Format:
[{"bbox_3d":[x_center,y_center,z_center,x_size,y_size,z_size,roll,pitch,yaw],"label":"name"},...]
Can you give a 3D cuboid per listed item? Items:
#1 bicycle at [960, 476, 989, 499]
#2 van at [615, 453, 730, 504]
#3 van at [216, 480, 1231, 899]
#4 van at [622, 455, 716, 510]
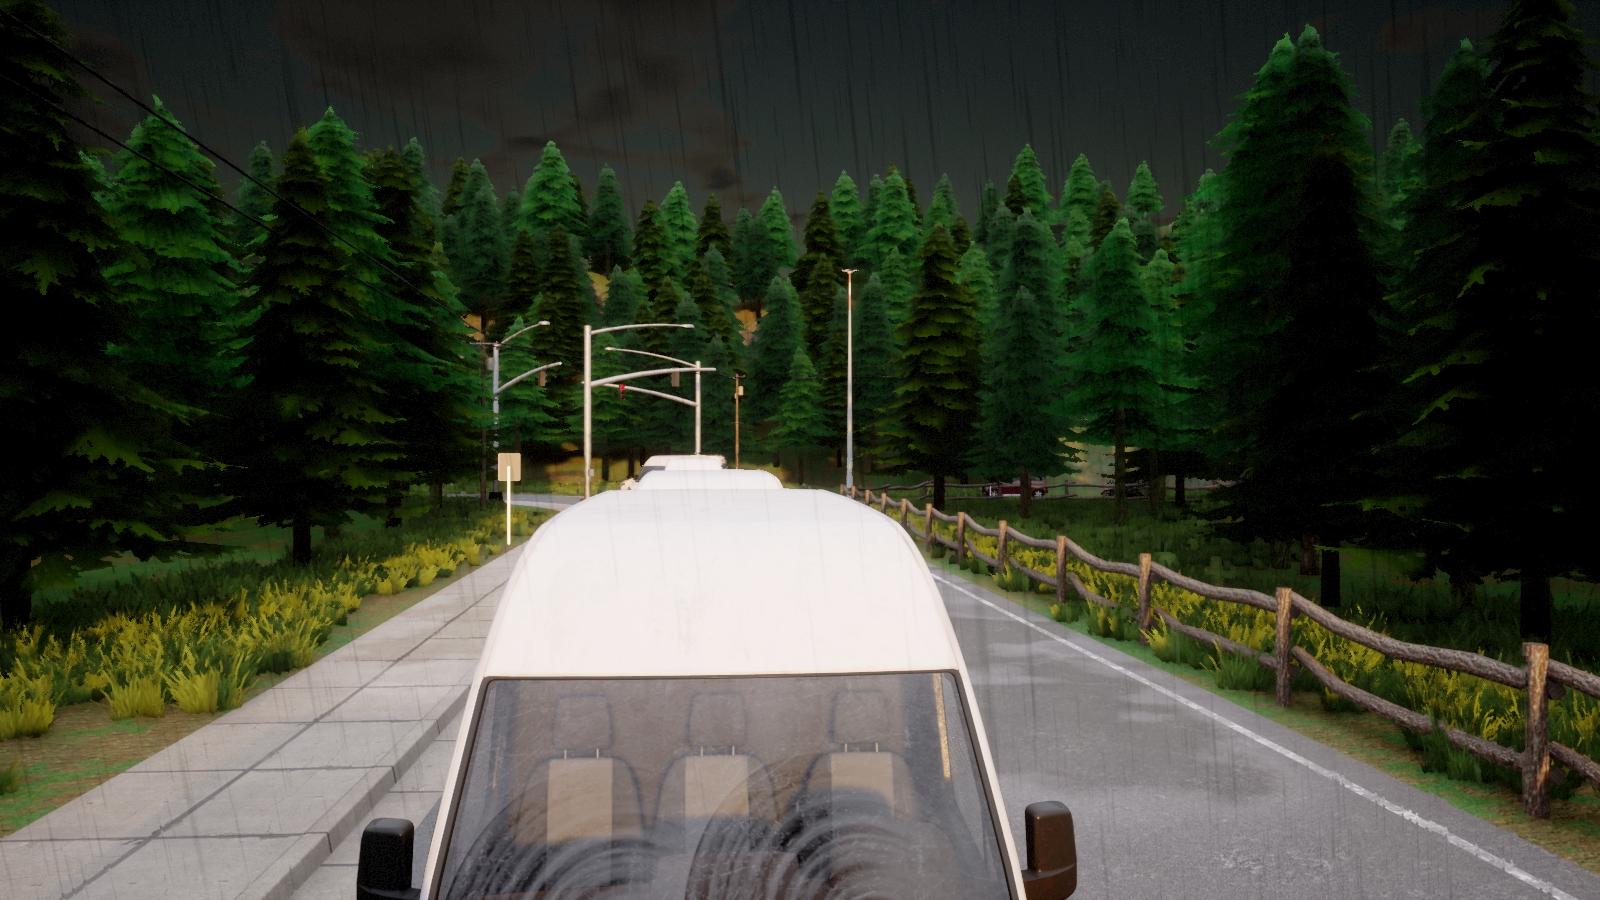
[{"bbox_3d":[9.947,2.158,65.229,1.487,1.276,0.859,0,0,-6],"label":"bicycle"},{"bbox_3d":[-6.893,1.518,62.052,5.915,2.561,1.988,0,2,9],"label":"van"},{"bbox_3d":[-0.354,1.500,5.189,1.988,2.561,5.915,0,0,-5],"label":"van"},{"bbox_3d":[-6.314,1.515,55.994,1.988,2.561,5.915,0,0,22],"label":"van"}]
